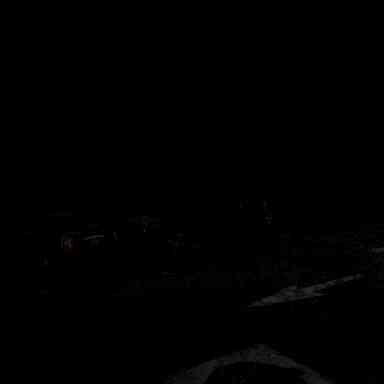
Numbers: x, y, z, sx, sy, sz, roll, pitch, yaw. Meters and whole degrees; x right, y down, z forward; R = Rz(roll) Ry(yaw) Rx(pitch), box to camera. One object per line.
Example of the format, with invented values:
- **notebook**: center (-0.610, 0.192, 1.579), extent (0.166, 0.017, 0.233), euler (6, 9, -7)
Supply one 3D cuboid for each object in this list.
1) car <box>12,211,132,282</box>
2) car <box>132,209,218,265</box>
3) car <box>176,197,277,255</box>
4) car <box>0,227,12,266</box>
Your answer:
- **car**: center (-4.288, 1.360, 9.924), extent (4.553, 1.767, 2.185), euler (-1, 0, 34)
- **car**: center (-1.855, 1.487, 11.703), extent (4.892, 1.521, 2.231), euler (-1, -1, 34)
- **car**: center (0.580, 1.235, 13.463), extent (5.566, 2.045, 2.435), euler (-1, -1, 35)
- **car**: center (-6.796, 1.361, 8.209), extent (4.553, 1.767, 2.185), euler (-1, -1, 34)
